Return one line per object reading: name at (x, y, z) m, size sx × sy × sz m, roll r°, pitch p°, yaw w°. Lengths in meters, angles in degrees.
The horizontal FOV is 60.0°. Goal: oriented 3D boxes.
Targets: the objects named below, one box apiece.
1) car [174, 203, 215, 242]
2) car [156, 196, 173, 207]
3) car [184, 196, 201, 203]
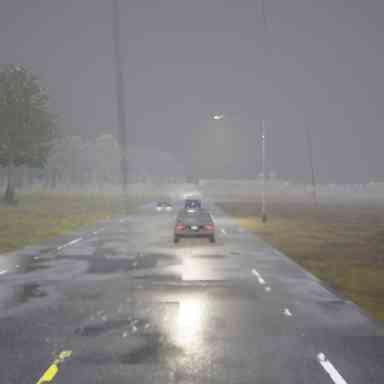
car at (0.099, 1.504, 16.084) m, size 2.033 × 1.411 × 5.357 m, roll 0°, pitch 0°, yaw 0°
car at (-3.556, 1.179, 43.727) m, size 2.033 × 1.411 × 5.357 m, roll 0°, pitch 1°, yaw 1°
car at (0.092, 1.177, 40.172) m, size 1.882 × 1.535 × 5.008 m, roll 0°, pitch 1°, yaw 0°
